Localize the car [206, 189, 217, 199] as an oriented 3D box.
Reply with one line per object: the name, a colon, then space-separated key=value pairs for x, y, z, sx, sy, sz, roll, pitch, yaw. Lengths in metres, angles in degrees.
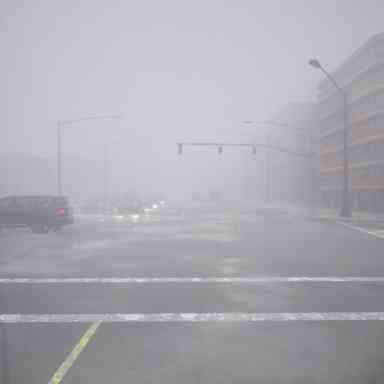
car: x=4.412 y=0.428 z=75.716 sx=2.150 sy=2.045 sz=5.566 roll=0 pitch=1 yaw=0

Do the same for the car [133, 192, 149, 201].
car: x=-9.679 y=0.896 z=63.252 sx=2.128 sy=1.511 sz=4.902 roll=0 pitch=1 yaw=1

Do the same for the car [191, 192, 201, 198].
car: x=0.912 y=0.649 z=75.820 sx=2.033 sy=1.411 sz=5.357 roll=0 pitch=1 yaw=0

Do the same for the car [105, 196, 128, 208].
car: x=-9.793 y=1.314 z=43.557 sx=1.994 sy=1.385 sz=4.181 roll=0 pitch=1 yaw=0

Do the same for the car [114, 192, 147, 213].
car: x=-6.323 y=1.226 z=34.571 sx=2.097 sy=1.767 sz=4.553 roll=0 pitch=1 yaw=0

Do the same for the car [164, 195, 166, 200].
car: x=-6.174 y=0.994 z=63.890 sx=1.895 sy=1.301 sz=4.718 roll=0 pitch=1 yaw=1

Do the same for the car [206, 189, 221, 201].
car: x=4.478 y=0.593 z=65.100 sx=2.150 sy=2.045 sz=5.566 roll=0 pitch=1 yaw=0

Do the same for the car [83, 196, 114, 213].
car: x=-9.821 y=1.225 z=34.915 sx=2.097 sy=1.767 sz=4.553 roll=0 pitch=1 yaw=0

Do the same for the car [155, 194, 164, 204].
car: x=-6.252 y=1.068 z=53.541 sx=2.128 sy=1.511 sz=4.902 roll=0 pitch=1 yaw=0

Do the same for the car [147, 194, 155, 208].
car: x=-6.293 y=1.277 z=43.453 sx=1.812 sy=1.442 sz=4.674 roll=0 pitch=1 yaw=0

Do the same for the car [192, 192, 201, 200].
car: x=0.880 y=0.959 z=65.843 sx=1.895 sy=1.301 sz=4.718 roll=0 pitch=1 yaw=0

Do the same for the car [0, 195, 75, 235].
car: x=-9.225 y=1.186 z=17.876 sx=5.566 sy=2.045 sz=2.150 roll=0 pitch=0 yaw=-1
